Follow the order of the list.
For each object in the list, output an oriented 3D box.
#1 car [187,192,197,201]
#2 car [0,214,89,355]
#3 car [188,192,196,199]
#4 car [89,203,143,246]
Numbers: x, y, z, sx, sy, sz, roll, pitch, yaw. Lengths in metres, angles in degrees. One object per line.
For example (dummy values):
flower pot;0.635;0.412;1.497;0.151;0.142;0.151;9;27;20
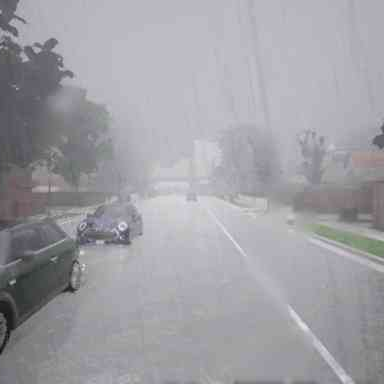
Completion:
car;-0.035;1.080;64.946;1.994;1.385;4.181;0;1;0
car;-3.599;1.325;5.757;2.097;1.767;4.553;0;0;0
car;-0.040;0.738;74.946;1.837;1.490;4.892;0;1;0
car;-3.509;1.325;14.949;2.097;1.767;4.553;0;0;0
